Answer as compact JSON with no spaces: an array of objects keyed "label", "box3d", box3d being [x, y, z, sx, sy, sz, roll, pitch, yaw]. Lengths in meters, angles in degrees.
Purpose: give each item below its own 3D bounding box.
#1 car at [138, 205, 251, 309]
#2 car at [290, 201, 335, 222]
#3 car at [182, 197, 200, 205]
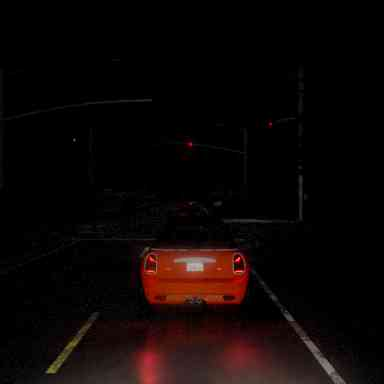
[{"label":"car","box3d":[0.059,1.352,8.026,2.097,1.767,4.553,0,0,0]},{"label":"car","box3d":[10.045,1.476,25.566,4.902,1.511,2.128,0,0,0]},{"label":"car","box3d":[-0.082,1.352,39.712,2.097,1.767,4.553,0,0,1]}]
